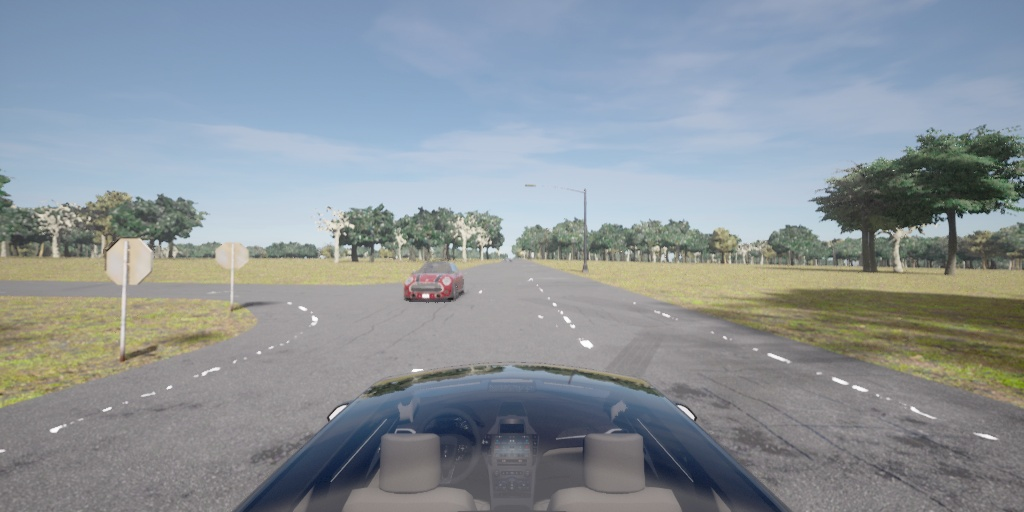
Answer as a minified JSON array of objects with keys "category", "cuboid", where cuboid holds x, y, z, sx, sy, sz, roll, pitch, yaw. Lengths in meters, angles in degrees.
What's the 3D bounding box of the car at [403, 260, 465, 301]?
[{"category":"car","cuboid":[-3.495,1.063,16.807,2.097,1.767,4.553,0,-1,0]}]
